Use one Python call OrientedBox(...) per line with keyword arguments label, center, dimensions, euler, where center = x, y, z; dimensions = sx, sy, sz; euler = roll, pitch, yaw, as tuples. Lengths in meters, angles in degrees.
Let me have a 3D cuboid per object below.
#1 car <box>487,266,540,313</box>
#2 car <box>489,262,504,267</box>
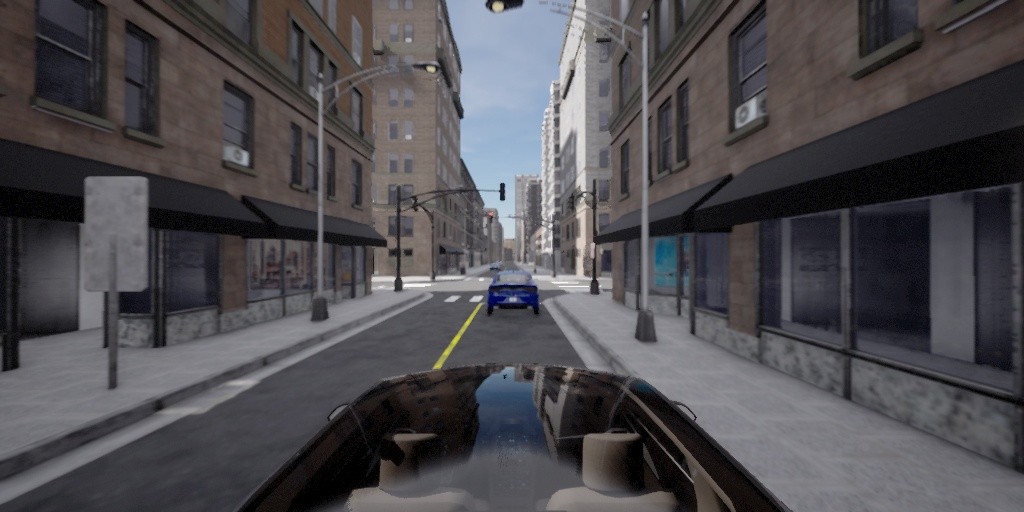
OrientedBox(label="car", center=(0.067, 1.328, 14.505), dimensions=(1.882, 1.535, 5.008), euler=(0, 0, 1))
OrientedBox(label="car", center=(-2.760, 1.800, 60.833), dimensions=(2.033, 1.411, 5.357), euler=(0, -1, 1))
